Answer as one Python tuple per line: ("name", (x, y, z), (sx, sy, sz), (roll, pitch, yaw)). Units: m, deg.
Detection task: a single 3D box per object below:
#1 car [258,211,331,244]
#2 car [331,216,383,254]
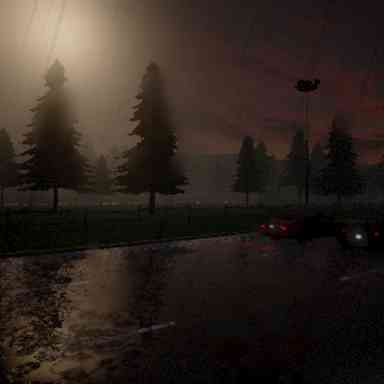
("car", (5.697, 1.678, 16.531), (5.357, 1.411, 2.033), (1, 0, -35))
("car", (8.001, 1.698, 13.871), (4.181, 1.385, 1.994), (1, 0, -35))
